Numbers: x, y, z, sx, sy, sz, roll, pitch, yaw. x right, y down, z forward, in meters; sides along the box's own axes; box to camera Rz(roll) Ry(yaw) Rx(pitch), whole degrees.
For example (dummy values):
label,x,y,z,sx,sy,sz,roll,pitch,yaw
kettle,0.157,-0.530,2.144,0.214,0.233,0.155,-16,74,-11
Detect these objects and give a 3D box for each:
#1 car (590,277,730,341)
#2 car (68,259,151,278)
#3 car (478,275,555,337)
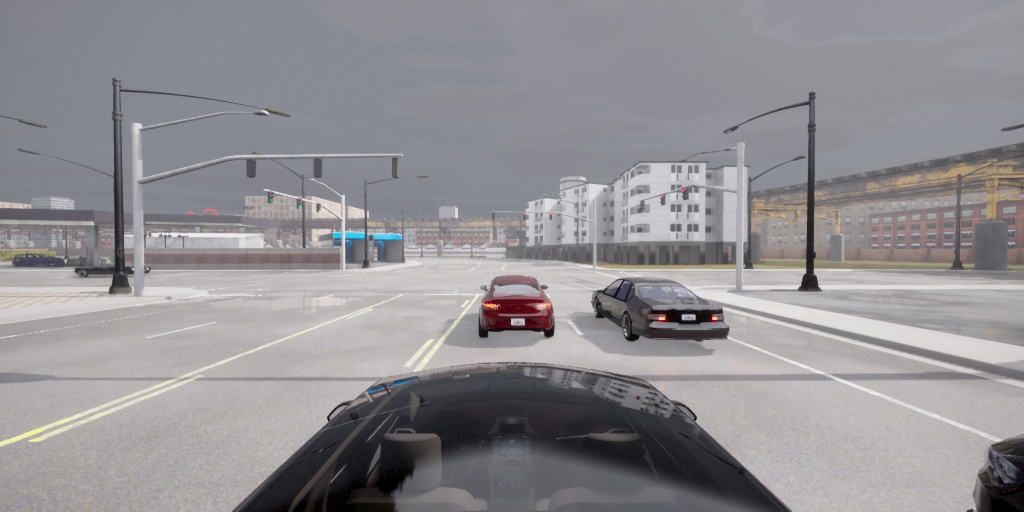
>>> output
label,x,y,z,sx,sy,sz,roll,pitch,yaw
car,3.582,1.282,9.790,2.033,1.411,5.357,0,0,0
car,-33.702,1.135,30.268,4.718,1.301,1.895,0,1,-1
car,0.071,1.256,10.074,1.812,1.442,4.674,0,0,-1
